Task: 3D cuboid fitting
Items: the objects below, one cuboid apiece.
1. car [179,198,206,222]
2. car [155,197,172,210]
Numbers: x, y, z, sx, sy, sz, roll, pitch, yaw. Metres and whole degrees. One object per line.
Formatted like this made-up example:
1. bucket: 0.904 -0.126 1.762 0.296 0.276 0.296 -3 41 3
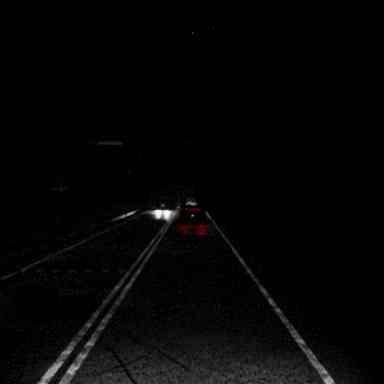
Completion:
1. car: 0.037 1.453 25.890 2.128 1.511 4.902 0 0 0
2. car: -3.523 1.406 41.934 2.128 1.511 4.902 0 0 -1
